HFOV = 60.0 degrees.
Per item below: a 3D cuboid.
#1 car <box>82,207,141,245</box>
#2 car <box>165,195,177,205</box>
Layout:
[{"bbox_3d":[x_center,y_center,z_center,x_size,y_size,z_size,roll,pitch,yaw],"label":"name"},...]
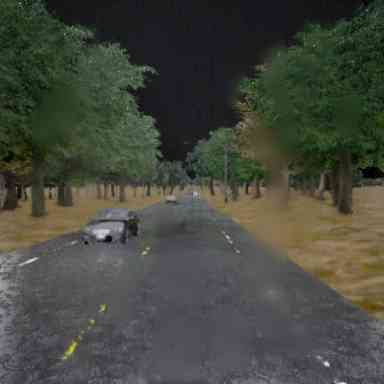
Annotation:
[{"bbox_3d":[-3.594,1.483,15.528,2.128,1.511,4.902,0,0,0],"label":"car"},{"bbox_3d":[-3.537,1.311,56.643,1.882,1.535,5.008,0,1,0],"label":"car"}]
